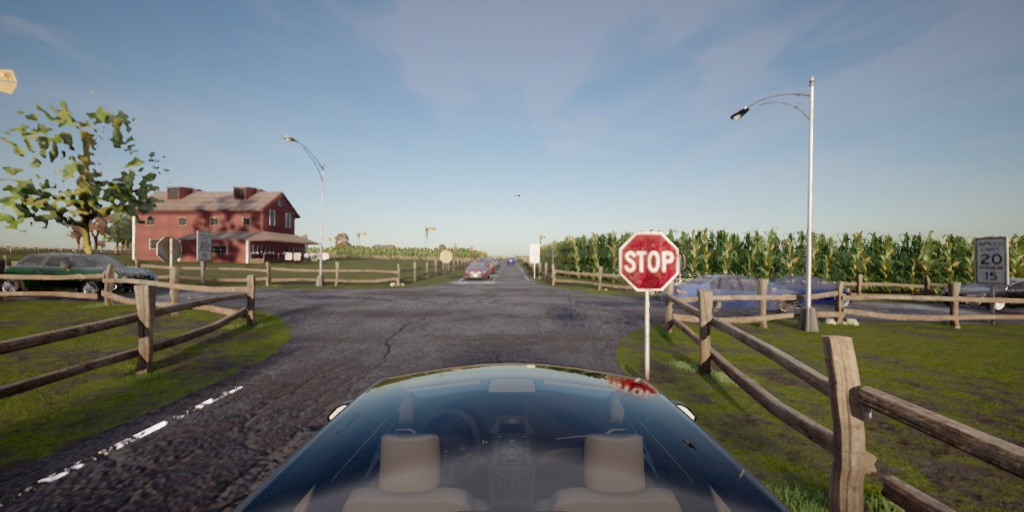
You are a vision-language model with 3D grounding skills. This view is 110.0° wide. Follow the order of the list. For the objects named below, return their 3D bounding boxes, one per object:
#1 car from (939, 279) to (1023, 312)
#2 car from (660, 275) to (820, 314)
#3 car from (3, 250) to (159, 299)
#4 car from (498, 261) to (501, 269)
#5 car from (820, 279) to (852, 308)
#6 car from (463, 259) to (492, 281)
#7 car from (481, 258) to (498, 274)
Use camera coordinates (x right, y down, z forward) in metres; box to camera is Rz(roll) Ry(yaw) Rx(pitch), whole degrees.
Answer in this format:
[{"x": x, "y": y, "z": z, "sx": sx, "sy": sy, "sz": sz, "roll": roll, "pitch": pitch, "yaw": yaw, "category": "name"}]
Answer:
[{"x": 23.444, "y": 1.813, "z": 17.066, "sx": 4.892, "sy": 1.490, "sz": 1.837, "roll": 1, "pitch": -1, "yaw": 1, "category": "car"}, {"x": 8.931, "y": 1.496, "z": 14.578, "sx": 5.357, "sy": 1.411, "sz": 2.033, "roll": 1, "pitch": -1, "yaw": -2, "category": "car"}, {"x": -17.065, "y": 0.687, "z": 14.366, "sx": 4.553, "sy": 1.767, "sz": 2.097, "roll": 1, "pitch": -1, "yaw": 0, "category": "car"}, {"x": -2.928, "y": 1.028, "z": 48.769, "sx": 2.097, "sy": 1.767, "sz": 4.553, "roll": 0, "pitch": 0, "yaw": 0, "category": "car"}, {"x": 13.570, "y": 1.644, "z": 17.130, "sx": 4.181, "sy": 1.385, "sz": 1.994, "roll": 1, "pitch": -1, "yaw": -2, "category": "car"}, {"x": -2.876, "y": 1.225, "z": 30.040, "sx": 1.812, "sy": 1.442, "sz": 4.674, "roll": 0, "pitch": 0, "yaw": -1, "category": "car"}, {"x": -2.922, "y": 1.039, "z": 39.079, "sx": 2.097, "sy": 1.767, "sz": 4.553, "roll": 0, "pitch": 0, "yaw": 0, "category": "car"}]
